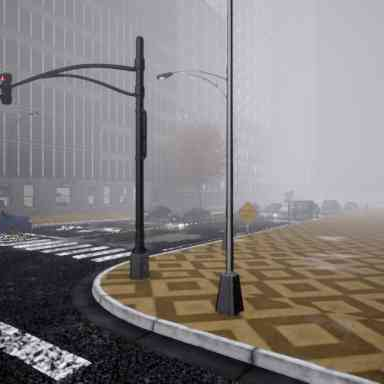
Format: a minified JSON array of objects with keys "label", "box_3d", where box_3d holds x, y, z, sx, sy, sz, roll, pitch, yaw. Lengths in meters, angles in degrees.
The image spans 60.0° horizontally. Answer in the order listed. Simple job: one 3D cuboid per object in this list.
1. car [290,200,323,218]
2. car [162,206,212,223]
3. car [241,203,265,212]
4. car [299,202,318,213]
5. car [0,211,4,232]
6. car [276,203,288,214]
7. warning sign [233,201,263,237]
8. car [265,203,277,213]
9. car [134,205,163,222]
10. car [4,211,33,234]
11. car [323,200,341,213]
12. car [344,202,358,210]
[{"label":"car","box_3d":[13.878,1.989,40.320,2.150,2.045,5.566,0,-1,33]},{"label":"car","box_3d":[-0.088,2.032,31.045,2.033,1.411,5.357,0,-1,33]},{"label":"car","box_3d":[9.146,2.398,51.214,1.812,1.442,4.674,0,-1,33]},{"label":"car","box_3d":[19.193,2.506,54.725,1.882,1.535,5.008,0,-1,33]},{"label":"car","box_3d":[-10.989,1.449,14.145,2.097,1.767,4.553,1,-1,33]},{"label":"car","box_3d":[13.634,2.372,46.035,1.812,1.442,4.674,0,-1,33]},{"label":"warning sign","box_3d":[3.122,1.454,18.564,1.300,1.860,1.060,1,1,33]},{"label":"car","box_3d":[12.564,2.406,50.497,1.837,1.490,4.892,0,-2,33]},{"label":"car","box_3d":[-3.482,1.984,31.778,1.812,1.442,4.674,0,-1,33]},{"label":"car","box_3d":[-11.887,1.715,18.762,2.033,1.411,5.357,0,-2,33]},{"label":"car","box_3d":[22.401,2.267,53.517,2.150,2.045,5.566,0,-1,33]},{"label":"car","box_3d":[31.498,2.662,65.692,2.097,1.767,4.553,0,-1,33]}]
